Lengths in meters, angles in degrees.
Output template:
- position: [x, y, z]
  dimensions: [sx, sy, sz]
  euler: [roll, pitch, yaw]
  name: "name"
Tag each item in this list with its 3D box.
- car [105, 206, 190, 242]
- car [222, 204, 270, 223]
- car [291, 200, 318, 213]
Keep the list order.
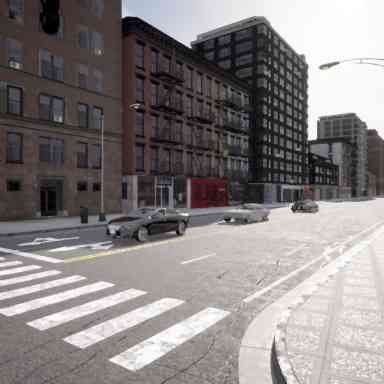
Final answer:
- position: [-2.046, 1.479, 16.537]
  dimensions: [2.128, 1.511, 4.902]
  euler: [0, 0, 36]
  name: "car"
- position: [4.161, 1.584, 25.138]
  dimensions: [1.895, 1.301, 4.718]
  euler: [0, 0, 36]
  name: "car"
- position: [12.396, 1.535, 36.525]
  dimensions: [1.994, 1.385, 4.181]
  euler: [0, 0, 36]
  name: "car"
